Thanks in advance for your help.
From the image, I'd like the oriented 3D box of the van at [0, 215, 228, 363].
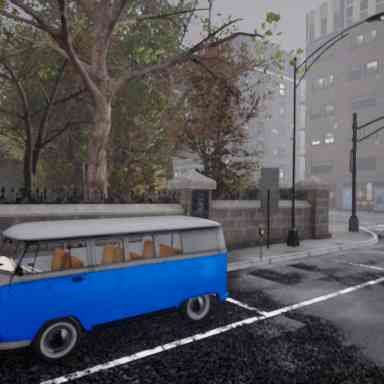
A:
[{"bbox_3d":[-1.246,1.342,5.601,3.998,1.788,1.690,0,1,-35],"label":"van"}]
